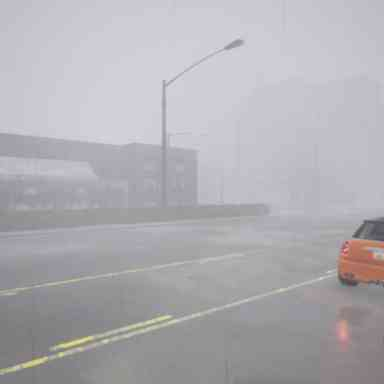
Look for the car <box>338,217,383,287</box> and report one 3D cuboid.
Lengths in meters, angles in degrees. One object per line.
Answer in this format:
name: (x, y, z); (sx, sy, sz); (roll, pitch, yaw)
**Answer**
car: (5.644, 1.370, 8.305); (4.553, 1.767, 2.097); (0, 0, -38)
